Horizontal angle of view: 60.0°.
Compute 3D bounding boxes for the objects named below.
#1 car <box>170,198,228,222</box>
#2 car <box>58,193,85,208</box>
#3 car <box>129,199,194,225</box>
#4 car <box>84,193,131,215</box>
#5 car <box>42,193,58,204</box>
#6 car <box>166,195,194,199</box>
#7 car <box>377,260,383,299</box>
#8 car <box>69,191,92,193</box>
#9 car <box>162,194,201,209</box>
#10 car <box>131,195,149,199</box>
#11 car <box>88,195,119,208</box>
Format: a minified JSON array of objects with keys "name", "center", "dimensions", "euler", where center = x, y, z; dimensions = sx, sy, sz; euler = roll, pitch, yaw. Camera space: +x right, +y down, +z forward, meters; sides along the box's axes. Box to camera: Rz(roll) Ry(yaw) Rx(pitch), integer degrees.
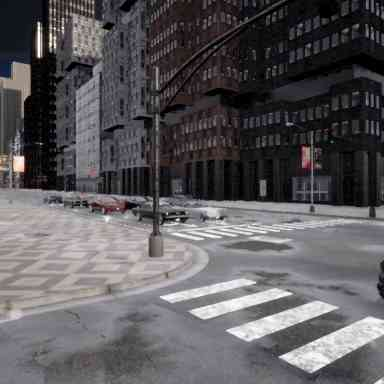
[{"name":"car","center":[0.441,1.350,24.089],"dimensions":[1.895,1.301,4.718],"euler":[0,1,-36]},{"name":"car","center":[-13.114,1.088,37.377],"dimensions":[1.895,1.301,4.718],"euler":[0,1,-36]},{"name":"car","center":[-2.156,1.355,22.133],"dimensions":[1.895,1.301,4.718],"euler":[0,1,-36]},{"name":"car","center":[-7.638,1.100,29.753],"dimensions":[1.882,1.535,5.008],"euler":[0,1,-36]},{"name":"car","center":[-19.336,0.876,46.087],"dimensions":[2.033,1.411,5.357],"euler":[0,1,-35]},{"name":"car","center":[-1.735,1.172,33.020],"dimensions":[2.033,1.411,5.357],"euler":[0,1,-36]},{"name":"car","center":[6.043,1.467,6.472],"dimensions":[5.008,1.535,1.882],"euler":[0,-1,-16]},{"name":"car","center":[-16.491,0.681,47.691],"dimensions":[2.097,1.767,4.553],"euler":[0,1,-36]},{"name":"car","center":[-1.288,1.059,37.965],"dimensions":[2.128,1.511,4.902],"euler":[0,1,-36]},{"name":"car","center":[-5.043,1.094,31.714],"dimensions":[1.882,1.535,5.008],"euler":[0,1,-36]},{"name":"car","center":[-10.533,1.082,39.352],"dimensions":[1.895,1.301,4.718],"euler":[0,1,-36]}]
